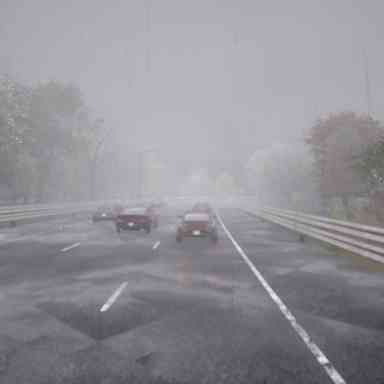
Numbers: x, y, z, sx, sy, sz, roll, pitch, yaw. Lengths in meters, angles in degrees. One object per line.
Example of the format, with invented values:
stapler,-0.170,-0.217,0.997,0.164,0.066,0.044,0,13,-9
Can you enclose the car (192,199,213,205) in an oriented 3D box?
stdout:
car,1.109,1.789,38.053,1.994,1.385,4.181,0,0,3

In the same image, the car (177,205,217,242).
car,0.257,1.622,16.842,1.812,1.442,4.674,0,0,1

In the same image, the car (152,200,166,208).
car,-5.169,1.878,50.408,1.895,1.301,4.718,0,0,4

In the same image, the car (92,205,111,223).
car,-6.439,1.687,26.647,1.994,1.385,4.181,0,0,2

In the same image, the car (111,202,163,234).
car,-3.164,1.577,20.070,1.882,1.535,5.008,0,0,2
